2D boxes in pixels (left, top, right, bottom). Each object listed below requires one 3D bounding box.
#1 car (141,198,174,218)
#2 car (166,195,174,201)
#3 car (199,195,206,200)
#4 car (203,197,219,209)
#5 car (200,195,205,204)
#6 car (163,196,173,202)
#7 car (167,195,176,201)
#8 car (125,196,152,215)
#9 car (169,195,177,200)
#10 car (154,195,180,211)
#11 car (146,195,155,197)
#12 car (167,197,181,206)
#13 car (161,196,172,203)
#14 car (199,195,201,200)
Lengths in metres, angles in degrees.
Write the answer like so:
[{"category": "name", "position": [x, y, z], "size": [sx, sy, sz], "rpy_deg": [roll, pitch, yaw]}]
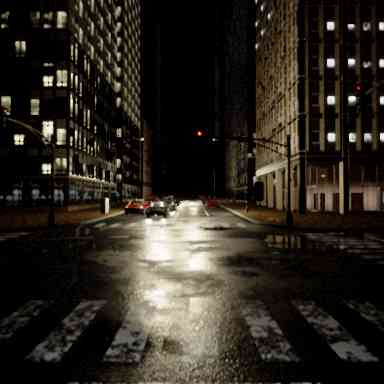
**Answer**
[{"category": "car", "position": [-3.035, 1.568, 30.573], "size": [2.033, 1.411, 5.357], "rpy_deg": [0, 0, 0]}, {"category": "car", "position": [-5.513, 1.602, 84.079], "size": [1.887, 1.381, 4.507], "rpy_deg": [1, 0, 0]}, {"category": "car", "position": [2.889, 1.610, 95.295], "size": [1.887, 1.381, 4.507], "rpy_deg": [1, 0, 0]}, {"category": "car", "position": [2.791, 1.612, 45.099], "size": [1.802, 1.307, 4.206], "rpy_deg": [1, 0, 0]}, {"category": "car", "position": [2.815, 1.563, 56.425], "size": [1.752, 1.417, 4.829], "rpy_deg": [1, 0, 0]}, {"category": "car", "position": [-5.523, 1.604, 78.504], "size": [2.008, 1.369, 4.403], "rpy_deg": [1, 0, 0]}, {"category": "car", "position": [-5.502, 1.612, 89.654], "size": [2.008, 1.369, 4.403], "rpy_deg": [1, 0, 0]}, {"category": "car", "position": [-5.608, 1.462, 33.903], "size": [1.967, 1.590, 4.097], "rpy_deg": [1, 0, 0]}, {"category": "car", "position": [-5.492, 1.631, 95.230], "size": [1.947, 1.339, 4.313], "rpy_deg": [1, 0, 0]}, {"category": "car", "position": [-3.007, 1.379, 40.749], "size": [2.097, 1.767, 4.553], "rpy_deg": [0, 0, 1]}, {"category": "car", "position": [-5.584, 1.345, 45.054], "size": [2.192, 1.841, 5.009], "rpy_deg": [1, 0, 0]}, {"category": "car", "position": [-2.967, 1.584, 55.479], "size": [2.033, 1.411, 5.357], "rpy_deg": [0, 0, 0]}, {"category": "car", "position": [-5.534, 1.594, 72.929], "size": [1.887, 1.381, 4.507], "rpy_deg": [1, 0, 0]}, {"category": "car", "position": [2.824, 1.607, 61.832], "size": [1.947, 1.339, 4.313], "rpy_deg": [1, 0, 0]}]
